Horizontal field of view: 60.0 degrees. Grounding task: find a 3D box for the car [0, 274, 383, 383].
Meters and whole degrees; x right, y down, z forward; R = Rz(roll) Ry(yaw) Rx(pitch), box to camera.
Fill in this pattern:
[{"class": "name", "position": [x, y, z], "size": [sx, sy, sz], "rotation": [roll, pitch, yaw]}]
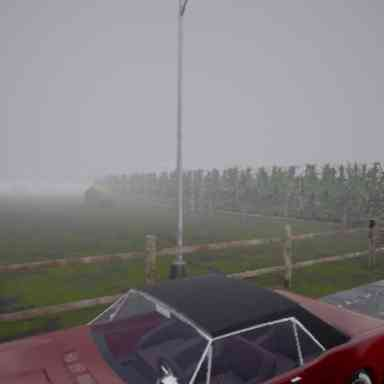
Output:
[{"class": "car", "position": [-0.144, 1.588, 2.975], "size": [4.718, 1.301, 1.895], "rotation": [0, 0, -34]}]
